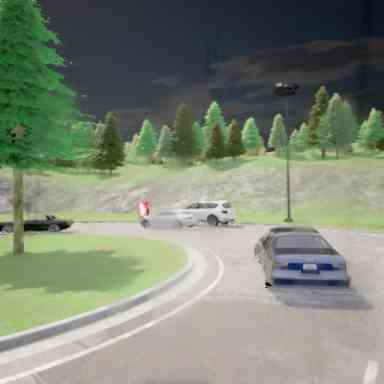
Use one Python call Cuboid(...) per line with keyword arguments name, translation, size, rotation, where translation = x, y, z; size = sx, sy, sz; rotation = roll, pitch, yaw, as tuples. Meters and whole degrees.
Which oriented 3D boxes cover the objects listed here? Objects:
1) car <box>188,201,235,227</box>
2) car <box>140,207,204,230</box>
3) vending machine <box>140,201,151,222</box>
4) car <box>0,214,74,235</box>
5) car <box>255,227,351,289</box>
Cuboid(name="car", translation=(0.865, 1.799, 28.008), size=(5.566, 2.045, 2.150), rotation=(-1, -2, 31))
Cuboid(name="car", translation=(-1.751, 2.082, 25.413), size=(4.674, 1.442, 1.812), rotation=(-1, -2, 28))
Cuboid(name="vending machine", translation=(-4.787, 1.970, 34.132), size=(0.880, 2.100, 1.100), rotation=(-1, -1, 8))
Cuboid(name="car", translation=(-10.866, 2.225, 23.167), size=(4.718, 1.301, 1.895), rotation=(-1, -1, -10))
Cuboid(name="car", translation=(2.911, 1.720, 9.694), size=(2.033, 1.411, 5.357), rotation=(-1, -1, 8))
